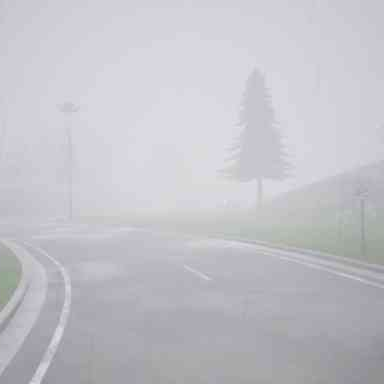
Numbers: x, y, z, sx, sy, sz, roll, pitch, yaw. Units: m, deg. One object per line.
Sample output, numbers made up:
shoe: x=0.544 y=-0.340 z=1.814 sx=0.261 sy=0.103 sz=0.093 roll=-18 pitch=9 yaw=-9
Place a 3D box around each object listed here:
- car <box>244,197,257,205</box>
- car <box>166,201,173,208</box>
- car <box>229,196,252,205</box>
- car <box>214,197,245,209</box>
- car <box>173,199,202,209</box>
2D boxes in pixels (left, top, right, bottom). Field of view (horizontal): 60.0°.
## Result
car: x=12.344 y=1.890 z=66.775 sx=4.181 sy=1.385 sz=1.994 roll=-1 pitch=-1 yaw=-35
car: x=-2.580 y=2.030 z=60.517 sx=4.553 sy=1.767 sz=2.097 roll=-1 pitch=-1 yaw=-35
car: x=10.154 y=1.772 z=69.517 sx=4.553 sy=1.767 sz=2.097 roll=-1 pitch=-1 yaw=-35
car: x=5.776 y=1.984 z=53.601 sx=4.718 sy=1.301 sz=1.895 roll=-1 pitch=-1 yaw=-35
car: x=-0.382 y=2.118 z=57.793 sx=4.674 sy=1.442 sz=1.812 roll=-1 pitch=-1 yaw=-35
